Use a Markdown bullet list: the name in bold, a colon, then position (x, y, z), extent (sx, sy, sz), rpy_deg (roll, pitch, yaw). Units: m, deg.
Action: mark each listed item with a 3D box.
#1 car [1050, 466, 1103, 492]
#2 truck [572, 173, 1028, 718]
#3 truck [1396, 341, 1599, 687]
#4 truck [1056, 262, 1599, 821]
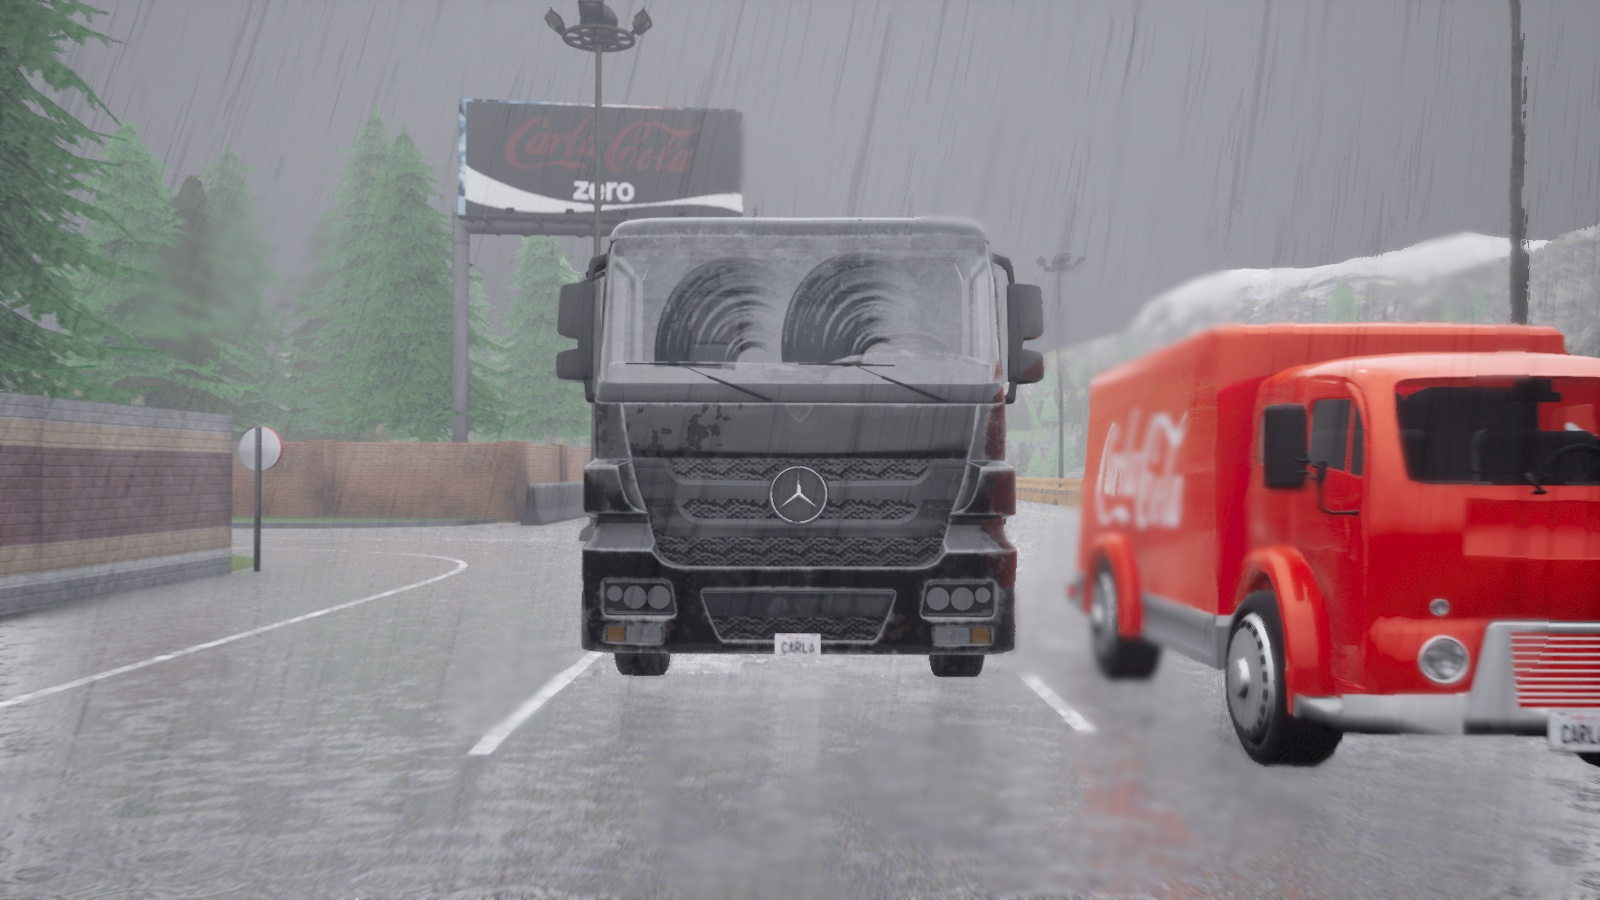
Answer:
- **car**: position (17.946, 1.892, 81.703), extent (2.152, 1.651, 5.027), rpy_deg (0, -1, -2)
- **truck**: position (0.028, 0.033, 11.967), extent (2.891, 3.462, 7.936), rpy_deg (0, -1, 1)
- **truck**: position (7.010, 0.462, 9.413), extent (2.627, 2.467, 5.204), rpy_deg (0, -1, 1)
- **truck**: position (3.500, 0.455, 8.157), extent (2.627, 2.467, 5.204), rpy_deg (0, -1, 0)
